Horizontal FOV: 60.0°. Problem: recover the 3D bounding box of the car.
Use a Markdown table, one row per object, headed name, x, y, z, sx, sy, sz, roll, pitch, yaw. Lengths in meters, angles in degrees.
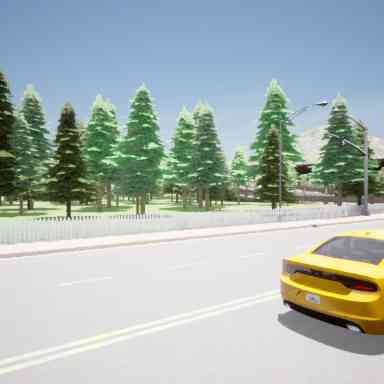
| name | x | y | z | sx | sy | sz | roll | pitch | yaw |
| --- | --- | --- | --- | --- | --- | --- | --- | --- | --- |
| car | 3.878 | 1.478 | 6.519 | 5.008 | 1.535 | 1.882 | 0 | 0 | -35 |
